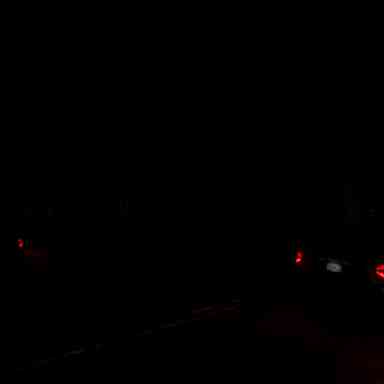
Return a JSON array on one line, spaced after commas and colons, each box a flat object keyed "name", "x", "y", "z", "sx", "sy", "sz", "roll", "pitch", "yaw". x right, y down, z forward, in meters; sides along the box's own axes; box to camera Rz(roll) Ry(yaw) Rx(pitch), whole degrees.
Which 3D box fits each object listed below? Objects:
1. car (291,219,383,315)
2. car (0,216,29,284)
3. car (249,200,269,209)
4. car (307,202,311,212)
[{"name": "car", "x": 4.247, "y": 1.437, "z": 7.521, "sx": 4.553, "sy": 1.767, "sz": 2.097, "roll": 1, "pitch": -1, "yaw": -40}, {"name": "car", "x": -6.576, "y": 1.378, "z": 8.085, "sx": 4.553, "sy": 1.767, "sz": 2.097, "roll": 1, "pitch": -1, "yaw": -36}, {"name": "car", "x": 11.255, "y": 2.081, "z": 56.381, "sx": 1.994, "sy": 1.385, "sz": 4.181, "roll": 1, "pitch": -1, "yaw": -20}, {"name": "car", "x": 17.100, "y": 1.964, "z": 44.874, "sx": 1.837, "sy": 1.490, "sz": 4.892, "roll": 1, "pitch": 0, "yaw": -2}]
